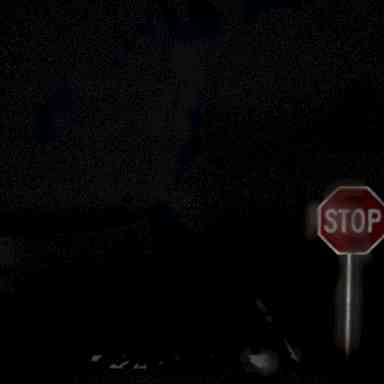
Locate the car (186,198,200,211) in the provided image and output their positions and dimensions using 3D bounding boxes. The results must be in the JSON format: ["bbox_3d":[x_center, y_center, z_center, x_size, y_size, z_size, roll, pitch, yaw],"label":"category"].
[{"bbox_3d":[0.186,1.906,47.491,2.033,1.411,5.357,0,-1,0],"label":"car"}]
